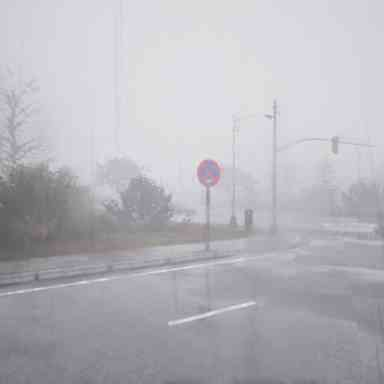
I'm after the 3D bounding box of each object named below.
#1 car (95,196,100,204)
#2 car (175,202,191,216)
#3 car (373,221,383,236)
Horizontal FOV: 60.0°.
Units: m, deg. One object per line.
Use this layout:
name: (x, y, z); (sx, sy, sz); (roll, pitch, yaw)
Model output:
car: (-15.355, 1.426, 57.674); (2.128, 1.511, 4.902); (1, 1, -33)
car: (-1.652, 1.792, 35.863); (2.033, 1.411, 5.357); (1, 0, -32)
car: (11.345, 1.779, 15.267); (2.033, 1.411, 5.357); (1, -1, -32)
